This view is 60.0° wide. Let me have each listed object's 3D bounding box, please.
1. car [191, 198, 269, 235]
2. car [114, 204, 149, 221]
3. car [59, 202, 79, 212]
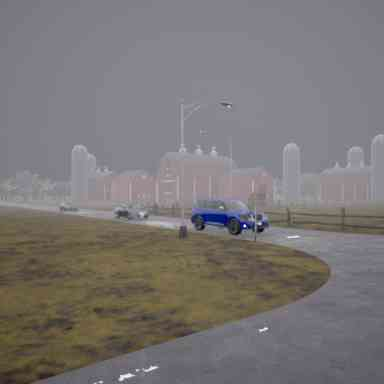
[{"bbox_3d":[2.133,1.422,20.561,2.150,2.045,5.566,0,-1,-35],"label":"car"},{"bbox_3d":[-5.853,1.888,31.775,2.128,1.511,4.902,0,-1,-35],"label":"car"},{"bbox_3d":[-18.360,2.215,49.494,1.837,1.490,4.892,0,-1,-35],"label":"car"}]
